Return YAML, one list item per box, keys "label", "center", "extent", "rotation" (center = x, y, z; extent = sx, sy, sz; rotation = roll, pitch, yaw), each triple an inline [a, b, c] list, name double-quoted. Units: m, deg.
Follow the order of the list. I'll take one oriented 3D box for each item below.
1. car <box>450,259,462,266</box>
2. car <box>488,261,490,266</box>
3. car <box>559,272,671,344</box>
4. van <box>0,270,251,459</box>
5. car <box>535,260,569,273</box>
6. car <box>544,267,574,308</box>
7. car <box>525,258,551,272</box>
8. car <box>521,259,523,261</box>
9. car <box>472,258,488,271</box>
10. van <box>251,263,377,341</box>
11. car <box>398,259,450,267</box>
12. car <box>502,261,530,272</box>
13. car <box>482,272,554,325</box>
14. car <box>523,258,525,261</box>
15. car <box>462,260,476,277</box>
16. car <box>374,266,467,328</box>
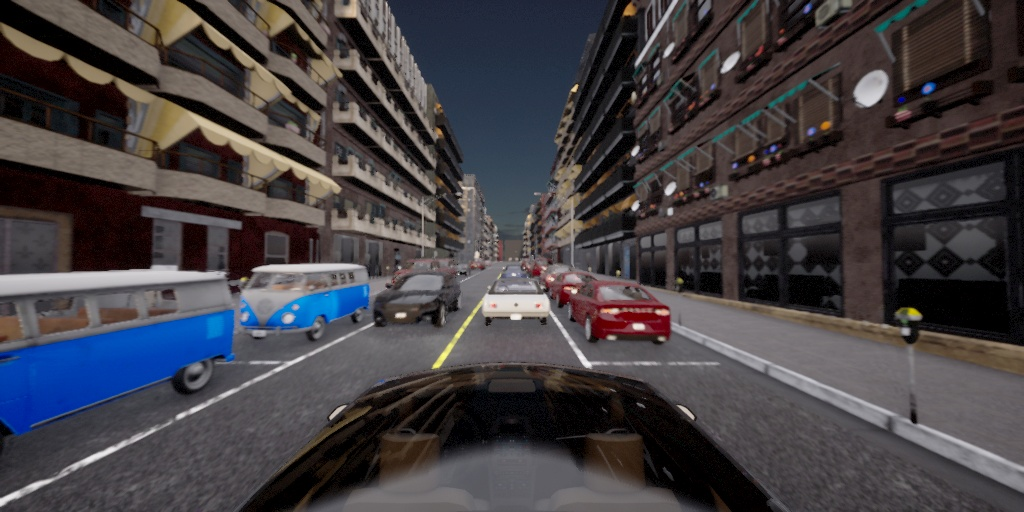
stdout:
- label: "car"
  center: [-5.272, 1.117, 26.209]
  extent: [2.192, 1.841, 5.009]
  rotation: [0, 0, 0]
- label: "car"
  center: [-5.209, 1.477, 59.391]
  extent: [1.888, 1.381, 4.507]
  rotation: [0, 0, 0]
- label: "car"
  center: [2.579, 1.314, 9.542]
  extent: [1.888, 1.381, 4.507]
  rotation: [0, 0, 0]
- label: "van"
  center: [-5.314, 1.089, 4.087]
  extent: [1.690, 1.789, 3.998]
  rotation: [0, 0, 0]
- label: "car"
  center: [2.607, 1.236, 20.603]
  extent: [1.967, 1.591, 4.097]
  rotation: [0, 0, 0]
- label: "car"
  center: [2.589, 1.327, 15.072]
  extent: [1.888, 1.381, 4.507]
  rotation: [0, 0, 0]
- label: "car"
  center: [2.587, 1.143, 31.665]
  extent: [2.192, 1.841, 5.009]
  rotation: [0, 0, 0]
- label: "car"
  center: [2.628, 1.497, 53.789]
  extent: [1.802, 1.307, 4.207]
  rotation: [0, 0, 0]
- label: "car"
  center: [-5.220, 1.220, 53.859]
  extent: [2.192, 1.841, 5.009]
  rotation: [0, 0, 0]
- label: "van"
  center: [-5.304, 1.100, 9.619]
  extent: [1.690, 1.789, 3.998]
  rotation: [0, 0, 0]
- label: "car"
  center: [-5.283, 1.102, 20.679]
  extent: [2.192, 1.841, 5.009]
  rotation: [0, 0, 0]
- label: "car"
  center: [0.150, 1.381, 29.045]
  extent: [1.994, 1.385, 4.181]
  rotation: [0, 0, 0]
- label: "car"
  center: [0.116, 1.372, 11.915]
  extent: [1.895, 1.301, 4.718]
  rotation: [0, 0, 0]
- label: "car"
  center: [2.607, 1.308, 42.727]
  extent: [1.967, 1.591, 4.097]
  rotation: [0, 0, 0]
- label: "car"
  center: [-5.251, 1.404, 37.271]
  extent: [1.948, 1.339, 4.313]
  rotation: [0, 0, 0]
- label: "car"
  center: [-2.830, 1.245, 11.654]
  extent: [1.882, 1.535, 5.008]
  rotation: [0, 0, 0]
